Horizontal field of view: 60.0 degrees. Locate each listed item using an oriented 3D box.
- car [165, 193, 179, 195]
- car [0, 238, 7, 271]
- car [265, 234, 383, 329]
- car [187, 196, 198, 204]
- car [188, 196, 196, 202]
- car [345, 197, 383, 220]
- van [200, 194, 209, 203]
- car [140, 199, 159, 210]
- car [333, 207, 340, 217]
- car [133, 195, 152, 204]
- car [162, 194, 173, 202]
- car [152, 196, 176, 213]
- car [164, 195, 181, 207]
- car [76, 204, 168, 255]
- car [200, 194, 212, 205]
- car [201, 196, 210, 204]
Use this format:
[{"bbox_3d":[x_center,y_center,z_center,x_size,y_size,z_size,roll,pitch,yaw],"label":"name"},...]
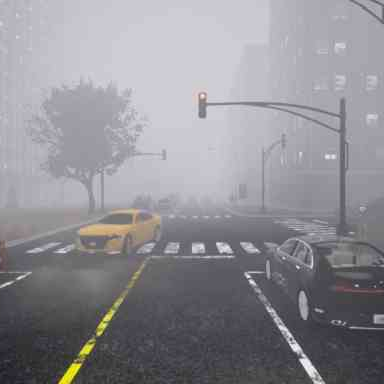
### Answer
[{"bbox_3d":[-3.095,1.262,58.675,2.150,2.045,5.566,0,0,-1],"label":"car"},{"bbox_3d":[-5.692,1.545,6.857,1.887,1.381,4.507,0,0,0],"label":"car"},{"bbox_3d":[2.688,1.551,6.859,2.008,1.369,4.403,0,0,0],"label":"car"},{"bbox_3d":[0.096,1.593,62.368,2.033,1.411,5.357,0,0,-2],"label":"car"},{"bbox_3d":[-0.013,1.666,78.852,1.895,1.301,4.718,0,0,0],"label":"car"},{"bbox_3d":[13.543,1.151,23.670,4.553,1.767,2.097,-1,0,-1],"label":"car"},{"bbox_3d":[2.676,1.401,72.385,1.690,1.788,3.998,0,0,0],"label":"van"},{"bbox_3d":[-5.699,1.592,44.769,1.947,1.339,4.313,0,0,0],"label":"car"},{"bbox_3d":[13.421,1.350,26.267,4.403,1.369,2.008,-1,1,-1],"label":"car"},{"bbox_3d":[-5.699,1.335,39.246,2.192,1.841,5.009,0,0,0],"label":"car"},{"bbox_3d":[-5.705,1.384,77.905,2.192,1.841,5.009,0,0,0],"label":"car"},{"bbox_3d":[-3.105,1.524,37.890,1.837,1.490,4.892,0,0,0],"label":"car"},{"bbox_3d":[-3.103,1.521,48.097,2.128,1.511,4.902,0,0,0],"label":"car"},{"bbox_3d":[-2.776,1.480,13.640,1.882,1.535,5.008,-1,0,14],"label":"car"},{"bbox_3d":[2.679,1.609,61.338,1.947,1.339,4.313,0,0,0],"label":"car"},{"bbox_3d":[2.678,1.577,67.031,1.752,1.417,4.829,0,0,0],"label":"car"}]
